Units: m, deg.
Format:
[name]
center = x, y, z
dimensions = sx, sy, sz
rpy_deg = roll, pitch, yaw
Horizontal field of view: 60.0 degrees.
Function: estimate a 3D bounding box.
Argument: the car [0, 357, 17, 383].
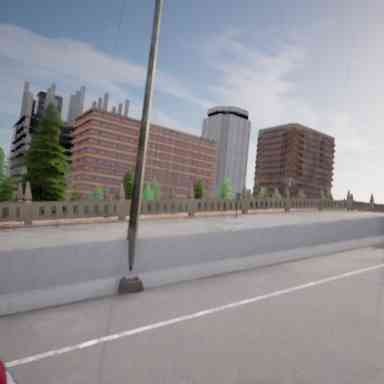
[car]
center = -3.319, 1.604, 1.383
dimensions = 4.718, 1.301, 1.895
rpy_deg = 0, 0, -35
